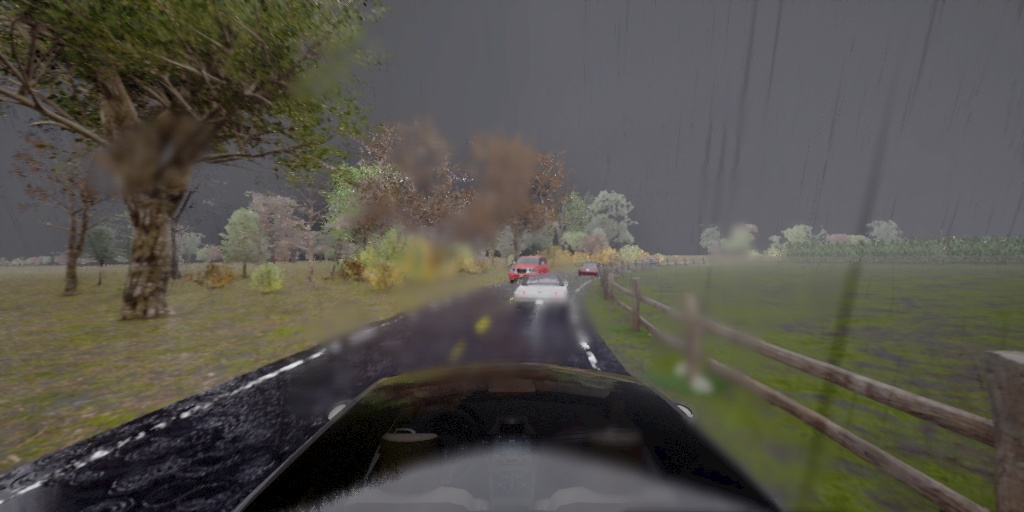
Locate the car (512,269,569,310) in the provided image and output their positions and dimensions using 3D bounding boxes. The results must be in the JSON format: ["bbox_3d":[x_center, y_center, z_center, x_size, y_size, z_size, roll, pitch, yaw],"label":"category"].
[{"bbox_3d":[1.396,1.386,14.924,1.895,1.301,4.718,0,0,9],"label":"car"}]

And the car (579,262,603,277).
[{"bbox_3d":[8.112,1.298,36.268,1.994,1.385,4.181,0,0,25],"label":"car"}]

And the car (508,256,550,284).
[{"bbox_3d":[1.454,0.986,27.444,2.150,2.045,5.566,0,0,17],"label":"car"}]
